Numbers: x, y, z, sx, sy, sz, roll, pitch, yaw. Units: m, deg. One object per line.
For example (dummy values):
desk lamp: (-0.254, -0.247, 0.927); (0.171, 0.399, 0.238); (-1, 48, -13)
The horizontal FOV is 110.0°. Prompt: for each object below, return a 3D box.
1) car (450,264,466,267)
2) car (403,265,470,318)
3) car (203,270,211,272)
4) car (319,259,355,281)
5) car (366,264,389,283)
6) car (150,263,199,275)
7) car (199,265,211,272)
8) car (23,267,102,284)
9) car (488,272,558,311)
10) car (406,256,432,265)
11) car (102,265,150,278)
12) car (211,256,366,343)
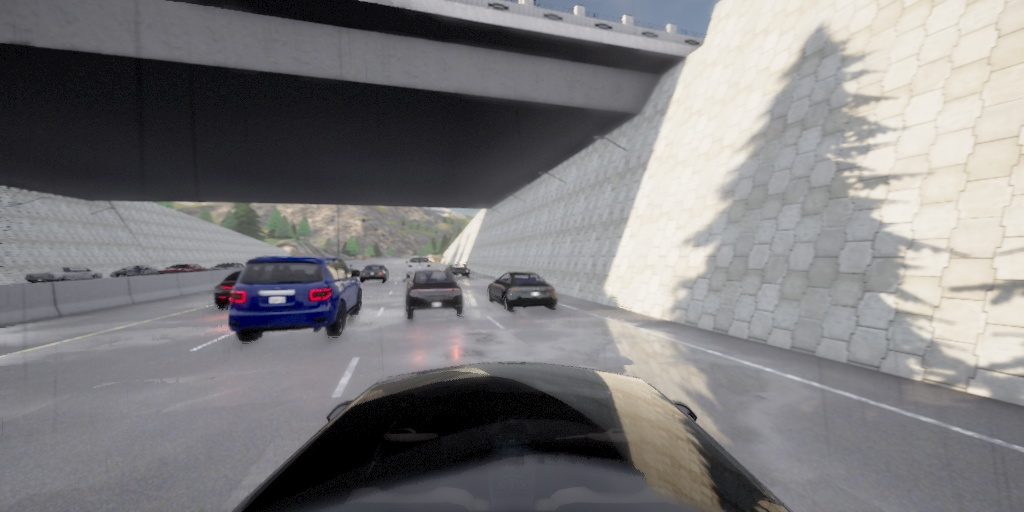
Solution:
car: (-5.244, 1.404, 34.180); (1.895, 1.301, 4.718); (0, 0, -16)
car: (-2.952, 1.267, 13.293); (2.128, 1.511, 4.902); (0, 0, -16)
car: (-10.860, 1.325, 15.560); (1.837, 1.490, 4.892); (0, 0, -16)
car: (-15.588, 1.211, 32.164); (2.097, 1.767, 4.553); (0, 0, -16)
car: (-11.056, 1.378, 29.002); (2.033, 1.411, 5.357); (0, 0, -16)
car: (-30.724, 1.418, 33.529); (1.882, 1.535, 5.008); (0, 0, -16)
car: (-27.363, 1.400, 34.505); (1.882, 1.535, 5.008); (0, 0, -16)
car: (-36.913, 1.571, 29.693); (1.895, 1.301, 4.718); (0, 0, -16)
car: (0.294, 1.323, 14.688); (1.994, 1.385, 4.181); (0, 0, -16)
car: (-8.748, 1.043, 33.706); (2.150, 2.045, 5.566); (0, 0, -16)
car: (-34.118, 1.522, 32.674); (1.994, 1.385, 4.181); (0, 0, -16)
car: (-5.739, 1.012, 10.205); (2.150, 2.045, 5.566); (0, 0, -16)
